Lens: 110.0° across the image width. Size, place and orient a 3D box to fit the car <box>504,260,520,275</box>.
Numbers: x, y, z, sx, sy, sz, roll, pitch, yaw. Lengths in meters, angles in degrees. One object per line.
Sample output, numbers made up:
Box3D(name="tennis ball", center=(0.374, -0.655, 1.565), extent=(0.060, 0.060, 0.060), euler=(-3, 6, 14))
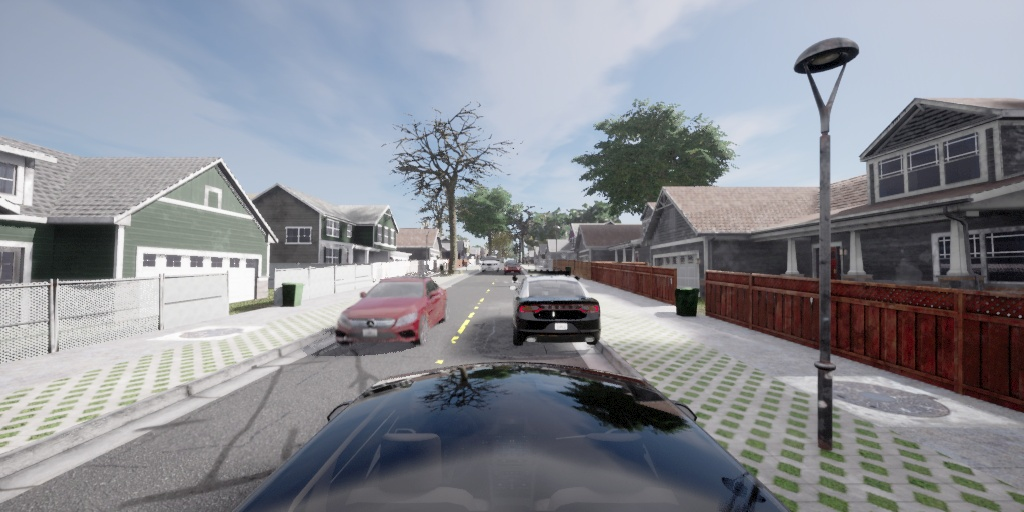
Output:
Box3D(name="car", center=(0.085, 1.379, 39.520), extent=(1.895, 1.301, 4.718), euler=(0, 0, 0))

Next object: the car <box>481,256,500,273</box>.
Box3D(name="car", center=(-2.746, 1.022, 46.049), extent=(2.150, 2.045, 5.566), euler=(0, 0, 0))

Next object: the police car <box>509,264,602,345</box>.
Box3D(name="police car", center=(0.964, 1.178, 9.625), extent=(1.930, 1.638, 5.238), euler=(0, 0, 0))

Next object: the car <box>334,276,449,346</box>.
Box3D(name="car", center=(-2.849, 1.280, 9.518), extent=(1.812, 1.442, 4.674), euler=(0, 0, 0))
